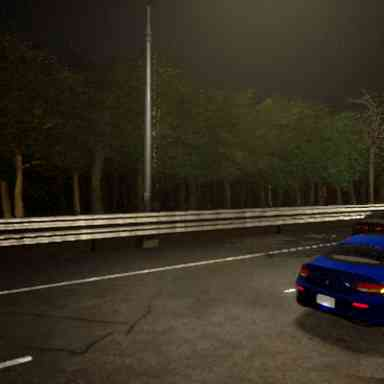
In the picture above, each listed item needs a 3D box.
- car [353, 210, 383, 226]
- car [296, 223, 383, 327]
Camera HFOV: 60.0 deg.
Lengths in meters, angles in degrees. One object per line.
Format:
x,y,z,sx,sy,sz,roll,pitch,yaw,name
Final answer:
8.656,1.512,13.848,4.892,1.490,1.837,0,0,-33,car
3.983,1.529,6.483,4.674,1.442,1.812,0,0,-34,car
